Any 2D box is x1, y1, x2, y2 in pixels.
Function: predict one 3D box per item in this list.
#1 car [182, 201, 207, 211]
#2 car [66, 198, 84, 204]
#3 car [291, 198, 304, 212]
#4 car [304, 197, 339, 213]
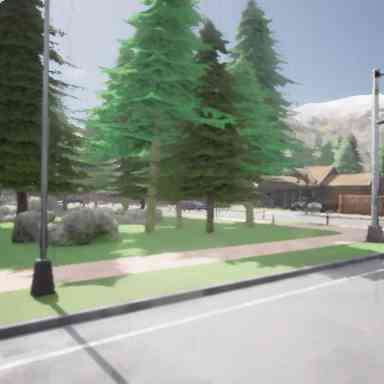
[{"bbox_3d":[0.366,1.880,45.740,2.033,1.411,5.357,1,0,-42],"label":"car"},{"bbox_3d":[-24.413,1.842,68.897,4.718,1.301,1.895,0,-1,38],"label":"car"},{"bbox_3d":[14.922,1.650,44.010,3.866,1.878,1.905,1,-1,-37],"label":"car"},{"bbox_3d":[16.739,1.654,42.230,4.605,1.855,1.932,1,-1,-37],"label":"car"}]
